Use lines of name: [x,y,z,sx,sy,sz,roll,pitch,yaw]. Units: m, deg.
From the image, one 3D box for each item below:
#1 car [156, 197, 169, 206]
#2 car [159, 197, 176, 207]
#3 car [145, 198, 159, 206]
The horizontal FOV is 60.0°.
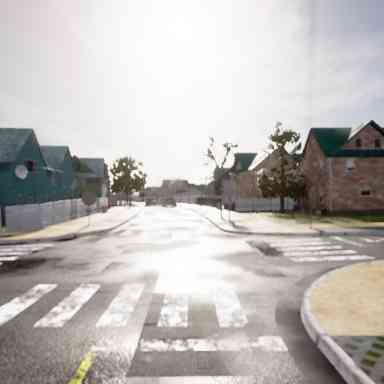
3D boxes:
car: [-5.930,1.871,66.602,1.882,1.535,5.008,0,-1,-13]
car: [-3.957,1.628,56.675,2.097,1.767,4.553,0,-1,-10]
car: [-7.436,1.821,60.340,1.837,1.490,4.892,0,-1,-10]
